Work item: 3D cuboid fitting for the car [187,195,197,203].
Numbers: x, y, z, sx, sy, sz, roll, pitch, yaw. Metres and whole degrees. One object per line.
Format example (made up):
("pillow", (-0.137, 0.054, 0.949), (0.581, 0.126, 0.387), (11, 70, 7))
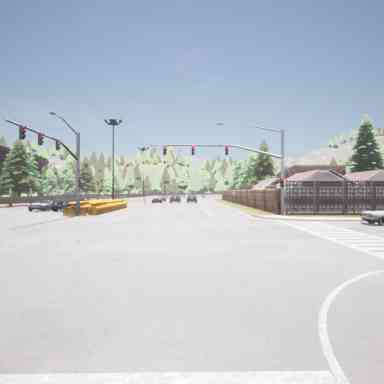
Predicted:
("car", (-0.020, 1.339, 69.681), (2.097, 1.767, 4.553), (0, 0, 0))

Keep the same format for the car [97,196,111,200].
("car", (-14.181, 1.520, 54.420), (1.812, 1.442, 4.674), (0, 0, 0))

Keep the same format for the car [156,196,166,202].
("car", (-7.134, 1.583, 77.925), (1.895, 1.301, 4.718), (0, 0, 0))

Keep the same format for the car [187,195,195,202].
("car", (-0.137, 1.485, 79.801), (1.837, 1.490, 4.892), (0, 0, 0))

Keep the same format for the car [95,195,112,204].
("car", (-17.619, 1.485, 66.290), (2.128, 1.511, 4.902), (0, 0, 0))

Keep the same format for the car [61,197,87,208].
("car", (-17.683, 1.543, 50.302), (2.033, 1.411, 5.357), (0, 0, 0))

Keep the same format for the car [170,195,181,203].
("car", (-3.532, 1.340, 69.949), (2.097, 1.767, 4.553), (0, 0, 0))

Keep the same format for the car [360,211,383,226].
("car", (14.078, 1.592, 22.506), (4.718, 1.301, 1.895), (0, 0, 2))

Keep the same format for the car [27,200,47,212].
("car", (-17.668, 1.599, 39.644), (1.895, 1.301, 4.718), (0, 0, 0))

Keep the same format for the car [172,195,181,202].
("car", (-3.637, 1.464, 79.896), (1.882, 1.535, 5.008), (0, 0, 0))

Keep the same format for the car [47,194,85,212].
("car", (-14.163, 1.217, 38.341), (2.150, 2.045, 5.566), (0, 0, 0))

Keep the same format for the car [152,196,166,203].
("car", (-7.017, 1.590, 67.824), (1.895, 1.301, 4.718), (0, 0, 0))
